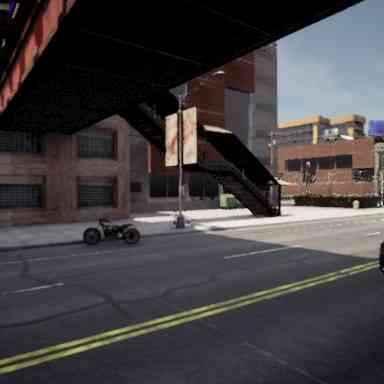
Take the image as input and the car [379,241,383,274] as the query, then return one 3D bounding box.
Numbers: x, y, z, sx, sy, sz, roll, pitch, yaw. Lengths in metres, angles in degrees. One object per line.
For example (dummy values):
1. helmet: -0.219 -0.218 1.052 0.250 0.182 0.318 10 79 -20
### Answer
1. car: 6.690 1.446 8.618 4.892 1.490 1.837 1 0 -36
